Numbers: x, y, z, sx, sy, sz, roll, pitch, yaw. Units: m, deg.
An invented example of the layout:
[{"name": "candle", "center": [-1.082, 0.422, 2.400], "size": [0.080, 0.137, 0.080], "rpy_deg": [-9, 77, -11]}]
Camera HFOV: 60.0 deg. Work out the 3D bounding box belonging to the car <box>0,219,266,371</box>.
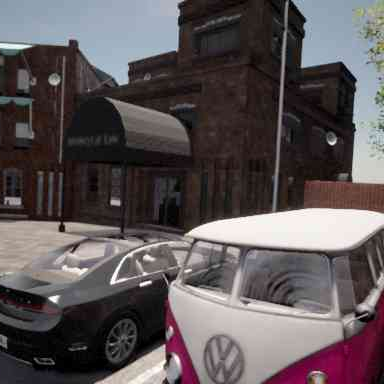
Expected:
[{"name": "car", "center": [-0.805, 1.456, 5.845], "size": [2.231, 1.521, 4.892], "rpy_deg": [1, 1, 35]}]
